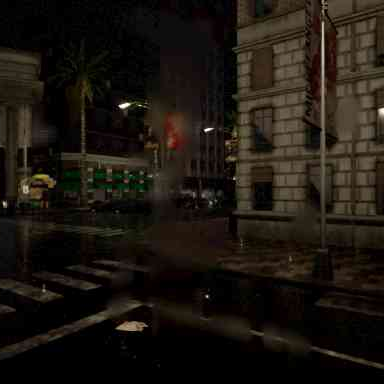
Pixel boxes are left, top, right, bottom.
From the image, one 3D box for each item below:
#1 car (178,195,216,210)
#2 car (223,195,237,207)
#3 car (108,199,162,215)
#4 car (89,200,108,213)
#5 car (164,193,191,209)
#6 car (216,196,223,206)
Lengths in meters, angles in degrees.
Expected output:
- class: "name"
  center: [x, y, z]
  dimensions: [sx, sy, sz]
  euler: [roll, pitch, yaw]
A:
- class: "car"
  center: [0.742, 1.505, 43.620]
  dimensions: [1.837, 1.490, 4.892]
  euler: [0, 0, 38]
- class: "car"
  center: [7.407, 1.600, 51.453]
  dimensions: [4.718, 1.301, 1.895]
  euler: [0, 0, -43]
- class: "car"
  center: [-5.777, 1.547, 34.835]
  dimensions: [2.033, 1.411, 5.357]
  euler: [0, 0, 36]
- class: "car"
  center: [-8.662, 1.547, 36.816]
  dimensions: [2.033, 1.411, 5.357]
  euler: [0, 0, 36]
- class: "car"
  center: [-2.151, 1.223, 45.617]
  dimensions: [2.150, 2.045, 5.566]
  euler: [0, 0, 37]
- class: "car"
  center: [4.488, 1.352, 53.489]
  dimensions: [4.553, 1.767, 2.097]
  euler: [0, 0, -45]
